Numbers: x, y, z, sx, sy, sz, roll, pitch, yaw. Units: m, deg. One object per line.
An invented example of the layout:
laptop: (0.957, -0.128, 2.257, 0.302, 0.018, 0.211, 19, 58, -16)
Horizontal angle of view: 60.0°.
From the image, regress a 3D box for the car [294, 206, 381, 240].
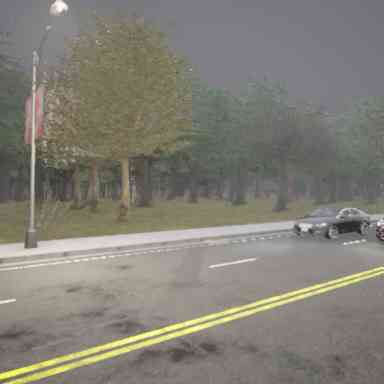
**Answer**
car: (7.245, 1.501, 17.025, 4.902, 1.511, 2.128, 0, 0, -36)

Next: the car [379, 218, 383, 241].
car: (10.449, 1.364, 15.338, 4.553, 1.767, 2.097, 0, 0, -36)
